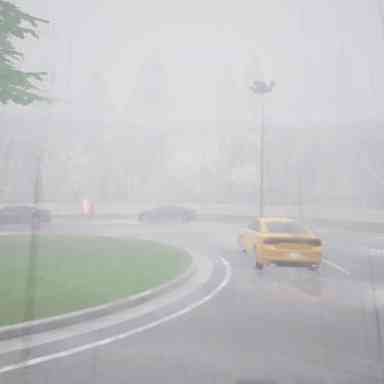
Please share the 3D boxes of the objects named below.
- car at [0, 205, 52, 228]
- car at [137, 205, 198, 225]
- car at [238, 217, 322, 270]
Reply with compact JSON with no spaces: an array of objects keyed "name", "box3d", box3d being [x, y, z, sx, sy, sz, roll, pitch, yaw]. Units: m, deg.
[{"name":"car","box3d":[-12.232,1.645,22.755,4.892,1.490,1.837,1,-3,-21]},{"name":"car","box3d":[-1.984,1.777,26.517,4.892,1.490,1.837,0,-2,19]},{"name":"car","box3d":[2.894,1.631,11.699,1.882,1.535,5.008,2,-1,1]}]
